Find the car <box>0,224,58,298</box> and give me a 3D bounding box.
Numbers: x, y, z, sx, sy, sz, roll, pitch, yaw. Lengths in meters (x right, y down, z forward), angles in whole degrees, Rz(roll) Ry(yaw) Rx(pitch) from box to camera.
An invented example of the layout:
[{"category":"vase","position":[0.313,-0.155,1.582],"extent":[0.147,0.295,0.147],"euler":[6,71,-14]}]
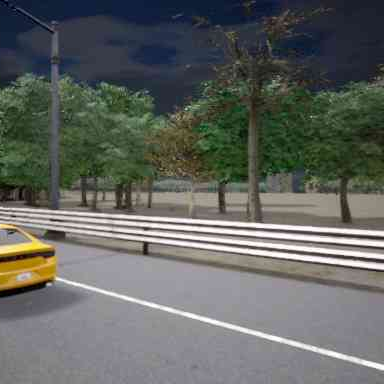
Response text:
[{"category":"car","position":[-5.217,1.480,7.893],"extent":[5.008,1.535,1.882],"euler":[0,0,37]}]
